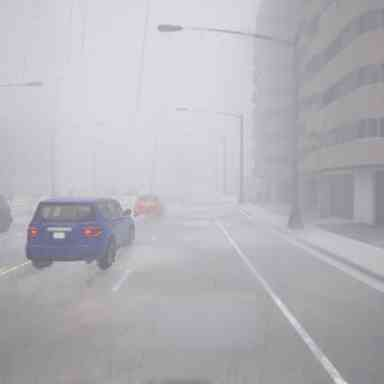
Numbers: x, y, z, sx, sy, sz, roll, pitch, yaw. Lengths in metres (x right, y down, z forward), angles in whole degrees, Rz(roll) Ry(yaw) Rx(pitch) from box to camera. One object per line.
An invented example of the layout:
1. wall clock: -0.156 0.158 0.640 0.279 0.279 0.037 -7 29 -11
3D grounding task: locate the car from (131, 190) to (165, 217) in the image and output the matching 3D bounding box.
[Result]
1. car: -3.409 0.992 27.479 2.097 1.767 4.553 0 2 0

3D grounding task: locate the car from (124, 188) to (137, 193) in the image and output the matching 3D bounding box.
1. car: -10.547 0.035 58.429 2.033 1.411 5.357 0 2 1

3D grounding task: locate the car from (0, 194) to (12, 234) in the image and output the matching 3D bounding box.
1. car: -10.606 1.131 15.384 2.150 2.045 5.566 0 1 0

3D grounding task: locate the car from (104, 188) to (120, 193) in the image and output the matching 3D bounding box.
1. car: -14.061 0.054 58.399 1.994 1.385 4.181 0 2 1

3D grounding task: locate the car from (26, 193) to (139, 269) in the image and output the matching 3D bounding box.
1. car: -3.405 1.182 11.198 2.150 2.045 5.566 0 1 0
